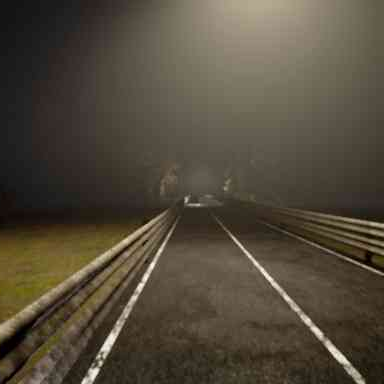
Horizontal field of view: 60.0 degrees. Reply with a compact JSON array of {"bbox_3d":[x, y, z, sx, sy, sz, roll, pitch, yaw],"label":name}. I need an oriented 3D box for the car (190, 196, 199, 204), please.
[{"bbox_3d":[0.544,1.552,67.570,2.128,1.511,4.902,0,0,0],"label":"car"}]
